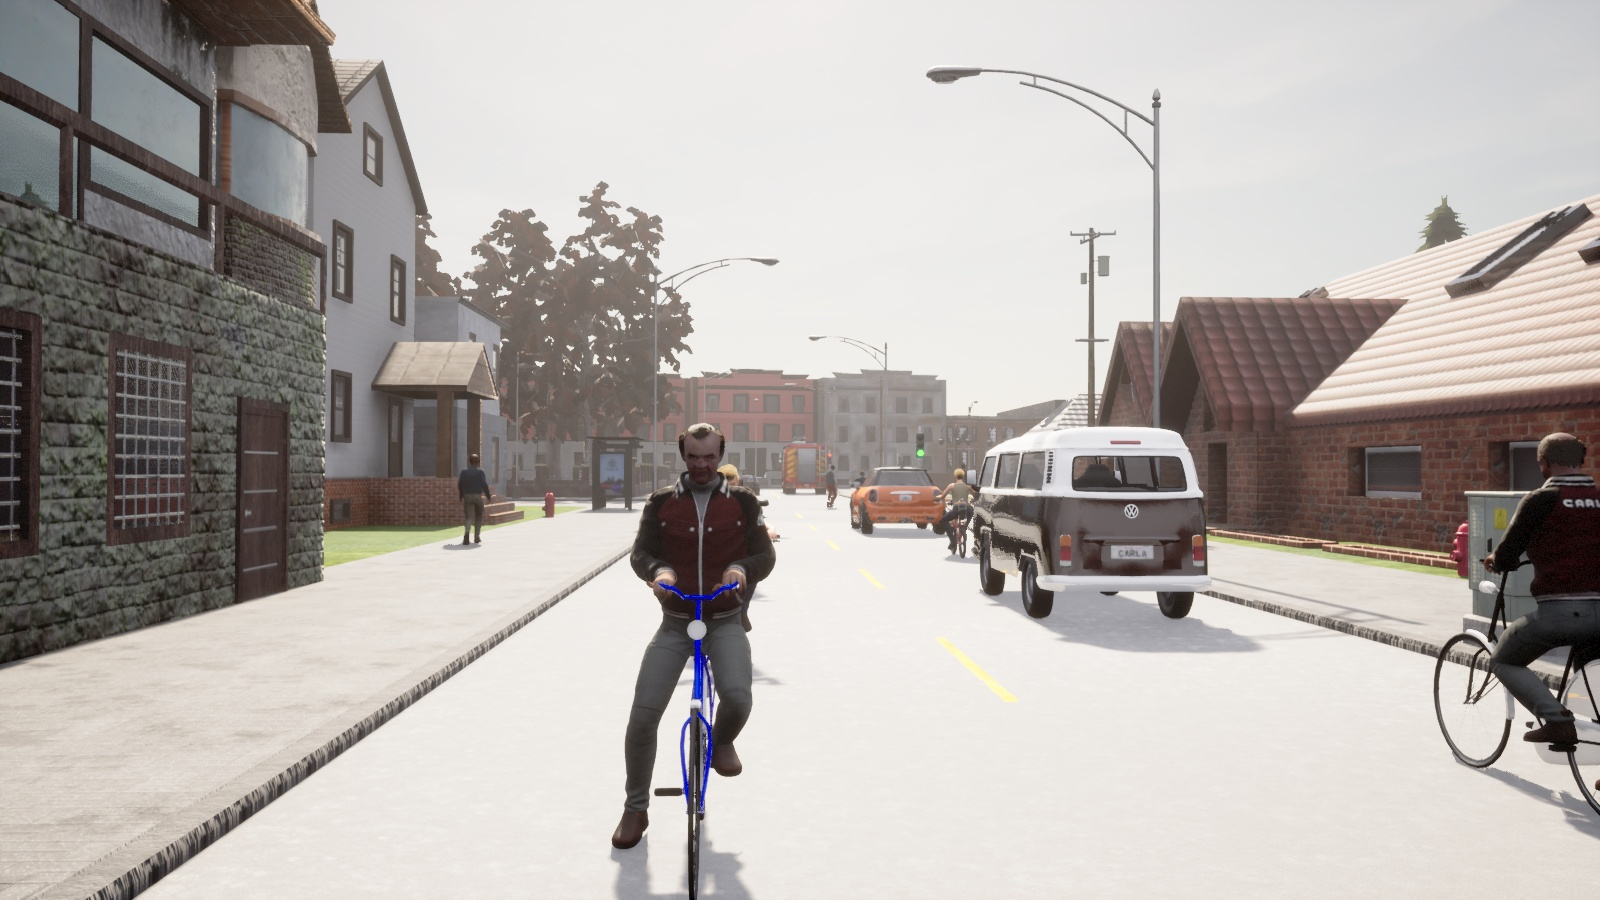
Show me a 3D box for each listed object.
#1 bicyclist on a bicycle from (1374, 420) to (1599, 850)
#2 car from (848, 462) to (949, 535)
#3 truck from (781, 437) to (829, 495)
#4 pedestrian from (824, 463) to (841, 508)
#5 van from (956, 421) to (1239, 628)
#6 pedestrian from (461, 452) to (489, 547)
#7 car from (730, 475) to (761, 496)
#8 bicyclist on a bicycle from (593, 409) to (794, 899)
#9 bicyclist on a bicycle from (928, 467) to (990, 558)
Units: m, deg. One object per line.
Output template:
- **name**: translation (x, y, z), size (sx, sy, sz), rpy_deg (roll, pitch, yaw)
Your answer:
- **bicyclist on a bicycle**: translation (3.590, 0.773, 6.125), size (0.659, 1.776, 1.843), rpy_deg (0, -1, -2)
- **car**: translation (2.491, 1.214, 32.935), size (2.097, 1.767, 4.553), rpy_deg (0, -1, -2)
- **truck**: translation (0.264, 1.108, 87.209), size (2.891, 3.827, 8.468), rpy_deg (0, -1, -2)
- **pedestrian**: translation (1.362, 1.478, 52.511), size (0.614, 1.847, 0.353), rpy_deg (0, -1, -30)
- **van**: translation (3.239, 0.772, 14.712), size (2.069, 2.038, 4.480), rpy_deg (0, -1, -2)
- **pedestrian**: translation (-6.359, 0.962, 24.593), size (0.370, 1.835, 0.726), rpy_deg (0, -1, -2)
- **car**: translation (-3.554, 2.286, 80.992), size (1.895, 1.301, 4.718), rpy_deg (0, -1, -4)
- **bicyclist on a bicycle**: translation (-0.398, 0.772, 5.058), size (0.659, 1.776, 1.843), rpy_deg (0, -1, -3)
- **bicyclist on a bicycle**: translation (2.899, 1.125, 22.983), size (0.866, 1.612, 1.509), rpy_deg (0, -1, -3)
